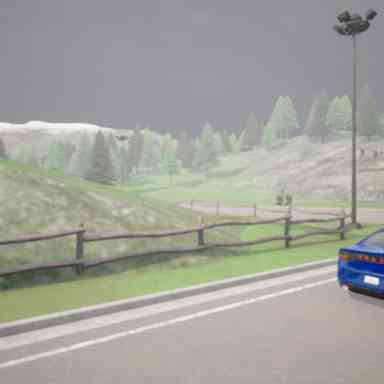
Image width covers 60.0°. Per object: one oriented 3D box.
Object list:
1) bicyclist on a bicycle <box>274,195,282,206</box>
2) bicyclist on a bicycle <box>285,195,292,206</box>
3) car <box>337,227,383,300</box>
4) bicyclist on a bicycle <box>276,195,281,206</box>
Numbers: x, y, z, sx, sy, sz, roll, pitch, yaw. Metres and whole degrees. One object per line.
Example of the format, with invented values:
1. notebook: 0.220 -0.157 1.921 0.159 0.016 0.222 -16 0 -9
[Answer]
1. bicyclist on a bicycle: 12.446 1.204 48.065 0.582 1.620 1.656 0 0 34
2. bicyclist on a bicycle: 13.911 1.203 47.051 0.582 1.620 1.656 0 0 35
3. car: 5.338 1.456 7.475 5.008 1.535 1.882 0 0 -34
4. bicyclist on a bicycle: 12.814 1.204 47.813 0.582 1.620 1.656 0 0 35
